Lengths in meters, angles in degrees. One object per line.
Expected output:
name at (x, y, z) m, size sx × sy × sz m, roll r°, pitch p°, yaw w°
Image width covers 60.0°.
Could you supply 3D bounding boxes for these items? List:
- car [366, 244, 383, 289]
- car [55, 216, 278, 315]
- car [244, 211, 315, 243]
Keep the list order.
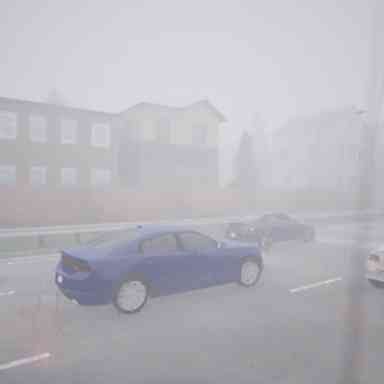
car at (6.004, 1.578, 8.049) m, size 4.674 × 1.442 × 1.812 m, roll 0°, pitch 0°, yaw -36°
car at (-0.469, 1.500, 7.711) m, size 5.008 × 1.535 × 1.882 m, roll 0°, pitch 0°, yaw -36°
car at (3.544, 1.589, 14.892) m, size 4.674 × 1.442 × 1.812 m, roll 0°, pitch 0°, yaw -36°
